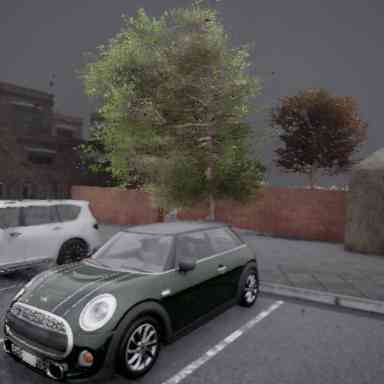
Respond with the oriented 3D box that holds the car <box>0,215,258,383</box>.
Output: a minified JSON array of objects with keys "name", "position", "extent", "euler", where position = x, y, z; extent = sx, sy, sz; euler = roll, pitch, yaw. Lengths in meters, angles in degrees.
[{"name":"car","position":[-0.624,1.363,5.757],"extent":[2.185,1.767,4.553],"euler":[0,0,35]}]

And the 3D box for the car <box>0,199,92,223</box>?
[{"name":"car","position":[-5.110,1.250,8.874],"extent":[2.435,2.045,5.566],"euler":[0,0,35]}]
